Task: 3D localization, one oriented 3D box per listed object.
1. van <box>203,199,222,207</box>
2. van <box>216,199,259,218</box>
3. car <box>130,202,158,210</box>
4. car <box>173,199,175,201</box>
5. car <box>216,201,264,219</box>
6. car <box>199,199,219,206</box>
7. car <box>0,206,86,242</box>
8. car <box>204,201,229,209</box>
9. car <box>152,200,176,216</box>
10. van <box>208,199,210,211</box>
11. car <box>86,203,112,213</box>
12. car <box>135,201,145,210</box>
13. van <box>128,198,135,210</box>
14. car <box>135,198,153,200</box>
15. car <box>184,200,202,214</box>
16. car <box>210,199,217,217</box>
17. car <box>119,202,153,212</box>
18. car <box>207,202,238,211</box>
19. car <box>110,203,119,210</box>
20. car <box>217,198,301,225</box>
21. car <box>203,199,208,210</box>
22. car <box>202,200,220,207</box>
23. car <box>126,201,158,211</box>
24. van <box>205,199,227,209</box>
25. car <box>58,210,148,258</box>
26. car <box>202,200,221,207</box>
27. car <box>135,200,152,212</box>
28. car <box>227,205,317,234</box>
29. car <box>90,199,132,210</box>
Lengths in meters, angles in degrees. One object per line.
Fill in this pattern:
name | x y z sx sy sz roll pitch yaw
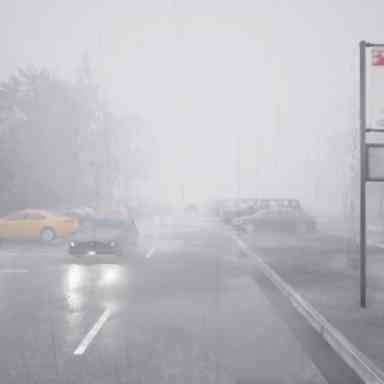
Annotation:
van | 4.823 2.637 78.430 4.442 1.987 1.878 0 -1 0
van | 4.877 1.747 36.393 4.442 1.987 1.878 0 -1 0
car | -8.344 2.453 58.461 4.674 1.452 2.002 0 -1 0
car | -8.207 3.169 92.023 5.366 1.575 1.946 0 -1 0
car | 4.794 1.792 33.587 4.553 1.767 2.185 0 -1 0
car | 4.715 2.930 92.444 5.566 2.045 2.435 0 -1 0
car | -8.317 1.652 16.820 5.008 1.535 2.097 0 -1 0
car | 4.696 2.575 64.412 4.792 1.488 2.163 0 -1 0
car | -3.318 2.063 39.712 1.837 1.490 4.892 0 -1 0
van | 4.639 1.855 41.998 4.442 1.987 1.878 0 -1 0
car | -8.324 1.727 22.388 5.008 1.535 2.097 0 -1 0
car | -8.319 2.065 39.093 4.674 1.452 2.002 0 -1 0
van | -8.434 1.691 33.527 4.442 1.987 1.878 0 -1 0
car | -8.311 2.047 53.020 5.566 2.045 2.435 0 -1 0
car | 0.005 2.183 45.918 1.837 1.490 4.892 0 -1 0
car | 4.735 1.615 30.789 5.566 2.045 2.435 0 -1 0
car | -8.364 2.272 50.232 4.792 1.488 2.163 0 -1 0
car | 4.769 2.331 53.203 4.792 1.488 2.163 0 -1 0
car | -8.319 1.811 25.174 4.674 1.452 2.002 0 -1 0
car | 4.733 1.476 22.380 5.566 2.045 2.435 0 -1 0
car | 4.719 1.939 47.605 5.566 2.045 2.435 0 -1 0
car | 4.730 2.865 84.033 4.553 1.767 2.185 0 -1 0
car | -8.338 2.357 55.801 5.008 1.535 2.097 0 -1 0
van | 4.838 2.383 67.220 4.442 1.987 1.878 0 -1 0
car | -3.340 1.686 13.740 2.033 1.411 5.357 0 -1 0
car | 4.671 2.801 81.231 4.553 1.767 2.185 0 -1 0
car | -8.322 2.134 44.664 5.008 1.535 2.097 0 -1 0
car | 4.766 1.689 19.575 4.892 1.521 2.231 0 -1 0
car | -8.286 1.740 30.745 4.553 1.767 2.185 0 -1 0
